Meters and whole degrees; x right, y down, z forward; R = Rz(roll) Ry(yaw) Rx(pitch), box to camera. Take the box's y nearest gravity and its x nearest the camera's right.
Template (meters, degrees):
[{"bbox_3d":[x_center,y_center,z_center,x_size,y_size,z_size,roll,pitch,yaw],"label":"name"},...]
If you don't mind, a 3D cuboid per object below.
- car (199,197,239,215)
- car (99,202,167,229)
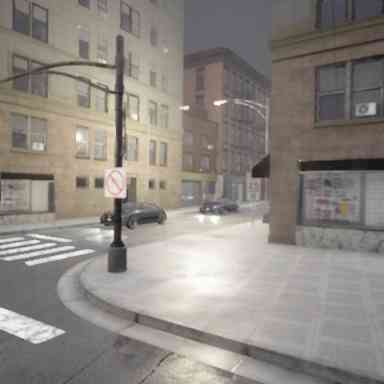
[{"bbox_3d":[2.336,1.149,27.984,1.994,1.385,4.181,1,1,34],"label":"car"},{"bbox_3d":[-3.315,1.270,19.393,1.994,1.385,4.181,1,1,33],"label":"car"}]
